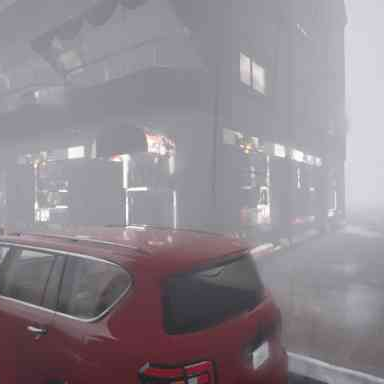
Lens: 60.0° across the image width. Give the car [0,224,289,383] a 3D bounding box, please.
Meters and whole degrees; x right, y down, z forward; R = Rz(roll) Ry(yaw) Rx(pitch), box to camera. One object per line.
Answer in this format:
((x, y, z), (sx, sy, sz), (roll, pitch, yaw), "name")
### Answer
((-1.423, 1.316, 3.898), (5.009, 1.841, 2.192), (0, -1, 35), "car")
